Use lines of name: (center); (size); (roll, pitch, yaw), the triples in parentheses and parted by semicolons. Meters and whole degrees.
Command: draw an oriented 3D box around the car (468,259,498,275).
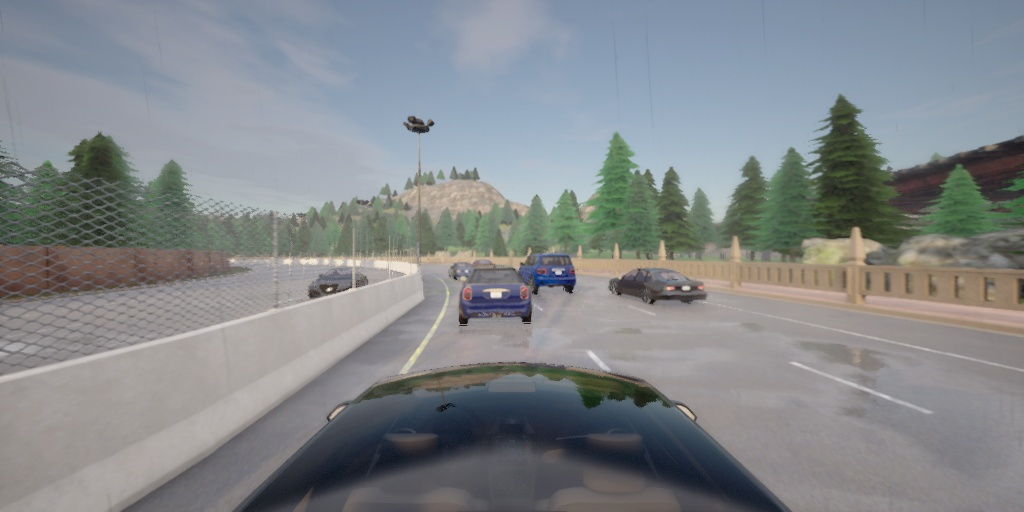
car: (-3.179, 1.095, 37.737); (1.882, 1.535, 5.008); (0, 0, -20)

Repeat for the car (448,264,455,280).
car: (-4.167, 1.202, 29.811); (2.033, 1.411, 5.357); (0, 0, -16)

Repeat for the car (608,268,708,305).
car: (6.009, 1.214, 15.554); (2.033, 1.411, 5.357); (0, 0, -8)

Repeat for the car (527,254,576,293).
car: (1.765, 0.890, 19.847); (2.150, 2.045, 5.566); (0, 0, -10)

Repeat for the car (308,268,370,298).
car: (-8.527, 1.302, 17.991); (1.994, 1.385, 4.181); (0, 0, -10)

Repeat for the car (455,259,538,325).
car: (-0.660, 1.064, 11.909); (2.097, 1.767, 4.553); (0, 0, -6)
